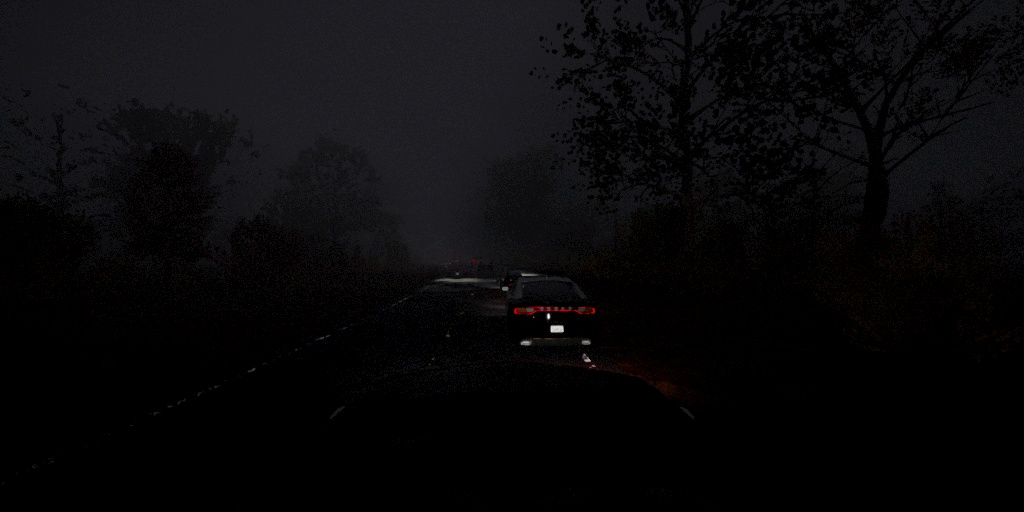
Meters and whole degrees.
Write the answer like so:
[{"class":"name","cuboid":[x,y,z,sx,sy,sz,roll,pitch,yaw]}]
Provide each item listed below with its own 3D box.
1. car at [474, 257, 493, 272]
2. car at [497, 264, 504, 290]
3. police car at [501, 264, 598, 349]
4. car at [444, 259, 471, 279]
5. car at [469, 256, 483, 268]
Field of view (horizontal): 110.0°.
[{"class":"car","cuboid":[-3.581,1.223,47.117,1.882,1.535,5.008,0,0,-9]},{"class":"car","cuboid":[0.312,1.275,19.311,1.812,1.442,4.674,0,0,-4]},{"class":"police car","cuboid":[0.774,1.175,9.352,1.930,1.638,5.238,0,0,-2]},{"class":"car","cuboid":[-4.941,1.274,33.049,1.812,1.442,4.674,0,0,-6]},{"class":"car","cuboid":[-5.994,0.965,60.674,2.150,2.045,5.566,0,0,-12]}]
